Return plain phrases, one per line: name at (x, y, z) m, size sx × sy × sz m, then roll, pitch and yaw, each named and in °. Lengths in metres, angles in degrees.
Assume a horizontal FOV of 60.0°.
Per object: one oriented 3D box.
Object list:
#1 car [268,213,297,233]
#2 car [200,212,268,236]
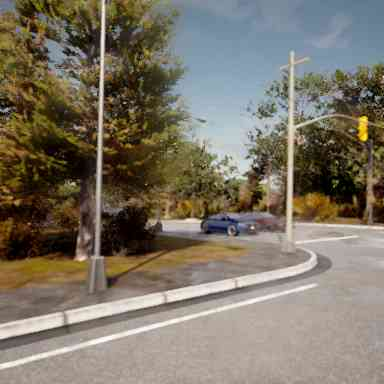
car at (4.824, 2.119, 24.002) m, size 2.033 × 1.411 × 5.357 m, roll 2°, pitch -3°, yaw -37°
car at (2.401, 2.019, 21.357) m, size 1.994 × 1.385 × 4.181 m, roll 2°, pitch -3°, yaw -37°
